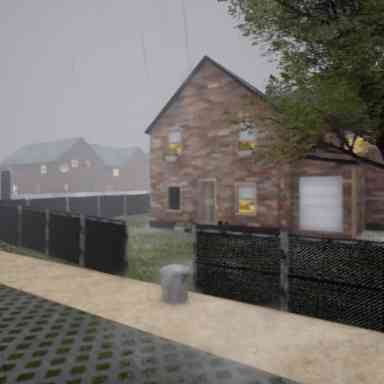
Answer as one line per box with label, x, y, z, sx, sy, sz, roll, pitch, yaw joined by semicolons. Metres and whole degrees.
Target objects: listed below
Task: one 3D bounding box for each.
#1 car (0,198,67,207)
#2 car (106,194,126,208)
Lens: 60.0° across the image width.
car;-10.962;1.162;23.305;1.812;1.442;4.674;0;1;35
car;-8.077;0.934;32.753;1.812;1.442;4.674;0;1;33
